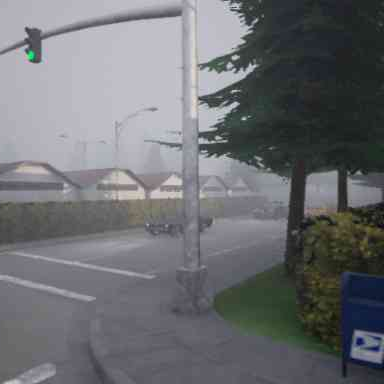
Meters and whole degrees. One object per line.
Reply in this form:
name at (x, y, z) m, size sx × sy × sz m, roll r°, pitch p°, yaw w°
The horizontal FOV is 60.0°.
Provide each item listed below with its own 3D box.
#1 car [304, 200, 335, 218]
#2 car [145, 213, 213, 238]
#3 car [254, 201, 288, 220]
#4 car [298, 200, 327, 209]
car at (12.989, 1.786, 33.519) m, size 1.882 × 1.535 × 5.008 m, roll -1°, pitch -1°, yaw 36°
car at (-0.726, 1.954, 20.502) m, size 1.895 × 1.301 × 4.718 m, roll -1°, pitch -1°, yaw 36°
car at (7.722, 1.704, 32.198) m, size 2.097 × 1.767 × 4.553 m, roll -1°, pitch 0°, yaw 36°
car at (18.953, 1.985, 52.548) m, size 1.895 × 1.301 × 4.718 m, roll 0°, pitch 0°, yaw -13°
